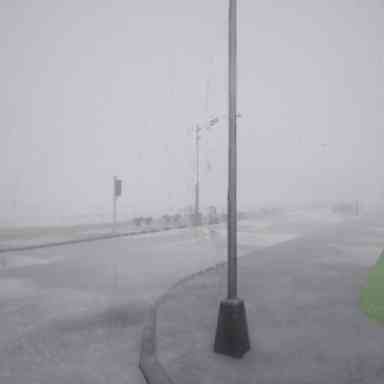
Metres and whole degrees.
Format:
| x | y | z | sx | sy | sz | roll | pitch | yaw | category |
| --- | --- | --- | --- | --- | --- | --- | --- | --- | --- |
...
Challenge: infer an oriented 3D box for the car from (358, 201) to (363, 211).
| x | y | z | sx | sy | sz | roll | pitch | yaw | category |
| --- | --- | --- | --- | --- | --- | --- | --- | --- | --- |
| 23.920 | 2.015 | 48.905 | 2.033 | 1.411 | 5.357 | 0 | -1 | 34 | car |

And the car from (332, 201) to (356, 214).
| x | y | z | sx | sy | sz | roll | pitch | yaw | category |
| --- | --- | --- | --- | --- | --- | --- | --- | --- | --- |
| 18.295 | 1.887 | 40.339 | 1.837 | 1.490 | 4.892 | 0 | -1 | 34 | car |
